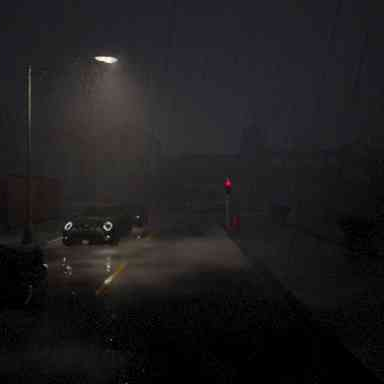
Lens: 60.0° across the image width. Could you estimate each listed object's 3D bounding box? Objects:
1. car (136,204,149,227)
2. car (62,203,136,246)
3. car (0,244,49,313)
[{"bbox_3d":[-4.085,1.528,22.788,1.812,1.442,4.674,0,0,0],"label":"car"},{"bbox_3d":[-4.126,1.354,15.117,2.097,1.767,4.553,0,0,0],"label":"car"},{"bbox_3d":[-4.113,1.551,5.134,2.033,1.411,5.357,0,0,0],"label":"car"}]
